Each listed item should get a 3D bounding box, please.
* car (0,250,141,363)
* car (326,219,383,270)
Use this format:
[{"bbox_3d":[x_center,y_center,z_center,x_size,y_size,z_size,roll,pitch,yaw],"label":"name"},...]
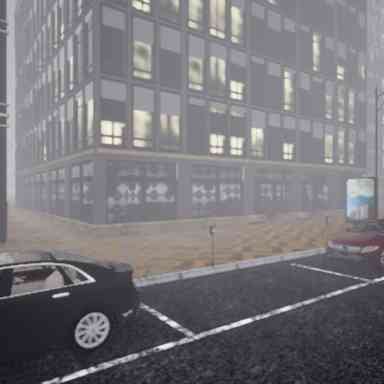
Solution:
[{"bbox_3d":[-2.854,1.550,4.527,4.403,1.369,2.008,0,0,-36],"label":"car"},{"bbox_3d":[6.184,1.576,10.976,4.206,1.307,1.802,0,0,-36],"label":"car"}]
